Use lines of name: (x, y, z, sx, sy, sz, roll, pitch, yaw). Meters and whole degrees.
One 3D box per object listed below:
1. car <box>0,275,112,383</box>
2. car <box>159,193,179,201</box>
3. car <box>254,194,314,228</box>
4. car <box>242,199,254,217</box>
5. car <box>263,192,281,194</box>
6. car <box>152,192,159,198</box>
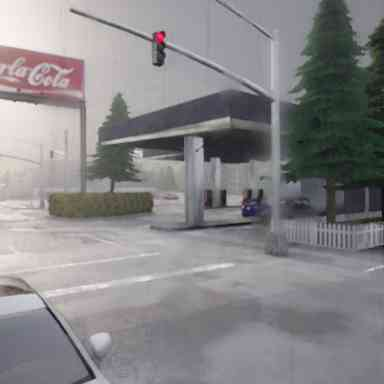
car: (-1.758, 1.532, 2.535, 1.812, 1.442, 4.674, 0, 0, -36)
car: (-4.579, 1.074, 71.914, 2.007, 1.523, 4.514, -1, 0, -36)
car: (6.335, 1.276, 21.930, 3.866, 1.878, 1.905, -1, 0, -36)
car: (6.505, 1.405, 29.061, 4.611, 1.667, 2.242, -1, 0, -36)
car: (17.613, 0.924, 78.544, 2.152, 1.636, 5.027, -1, 0, -36)
car: (-10.326, 0.815, 90.628, 1.932, 1.855, 4.605, -1, 0, -36)
